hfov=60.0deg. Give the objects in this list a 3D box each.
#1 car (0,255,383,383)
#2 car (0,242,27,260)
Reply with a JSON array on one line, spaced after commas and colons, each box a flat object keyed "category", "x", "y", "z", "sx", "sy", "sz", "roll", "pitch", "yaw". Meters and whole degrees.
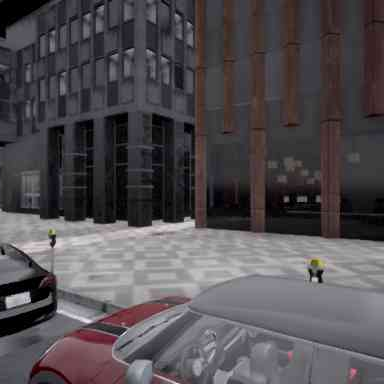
[{"category": "car", "x": 0.473, "y": 1.440, "z": 2.625, "sx": 4.097, "sy": 1.590, "sz": 1.967, "roll": 0, "pitch": 0, "yaw": 36}, {"category": "car", "x": -4.149, "y": 1.566, "z": 5.922, "sx": 4.313, "sy": 1.339, "sz": 1.947, "roll": 0, "pitch": 0, "yaw": 36}]
